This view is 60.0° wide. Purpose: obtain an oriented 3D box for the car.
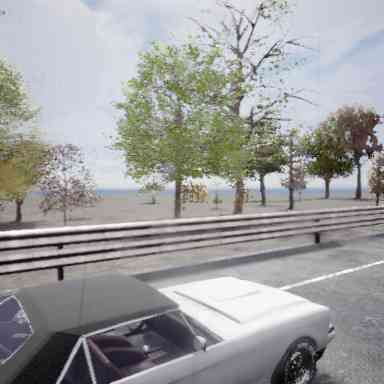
[{"bbox_3d":[-0.620,1.575,3.379,4.718,1.301,1.895,-1,1,-35],"label":"car"}]
